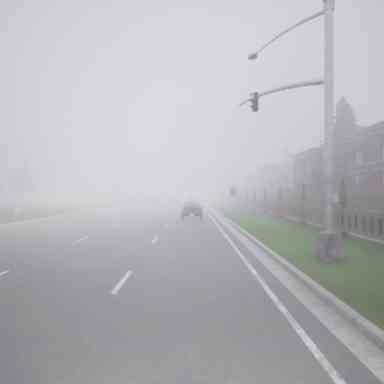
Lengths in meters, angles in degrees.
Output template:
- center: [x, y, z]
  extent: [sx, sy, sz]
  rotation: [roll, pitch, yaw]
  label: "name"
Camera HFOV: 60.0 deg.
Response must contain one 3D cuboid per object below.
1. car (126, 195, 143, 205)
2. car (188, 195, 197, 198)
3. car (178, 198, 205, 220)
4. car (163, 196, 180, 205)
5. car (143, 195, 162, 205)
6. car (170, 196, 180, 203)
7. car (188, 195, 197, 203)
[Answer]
- center: [-10.499, 1.622, 59.297]
  extent: [1.994, 1.385, 4.181]
  rotation: [0, 0, 0]
  label: "car"
- center: [0.001, 1.605, 58.914]
  extent: [2.033, 1.411, 5.357]
  rotation: [0, 0, 0]
  label: "car"
- center: [0.000, 1.532, 28.301]
  extent: [1.837, 1.490, 4.892]
  rotation: [0, 0, 0]
  label: "car"
- center: [-3.499, 1.549, 58.914]
  extent: [2.128, 1.511, 4.902]
  rotation: [0, 0, 0]
  label: "car"
- center: [-6.999, 1.535, 58.914]
  extent: [1.882, 1.535, 5.008]
  rotation: [0, 0, 0]
  label: "car"
- center: [-3.499, 1.495, 69.364]
  extent: [1.895, 1.301, 4.718]
  rotation: [0, 0, 0]
  label: "car"
- center: [0.001, 1.424, 69.334]
  extent: [1.812, 1.442, 4.674]
  rotation: [0, 0, 0]
  label: "car"
